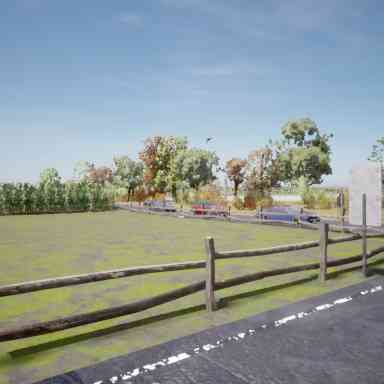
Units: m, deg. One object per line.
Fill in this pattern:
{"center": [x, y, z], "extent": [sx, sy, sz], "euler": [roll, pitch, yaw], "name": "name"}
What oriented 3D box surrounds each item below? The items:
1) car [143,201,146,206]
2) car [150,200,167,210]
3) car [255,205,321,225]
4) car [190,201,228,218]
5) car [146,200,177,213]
{"center": [-8.260, 2.224, 64.390], "extent": [2.128, 1.511, 4.902], "euler": [0, 0, -16], "name": "car"}
{"center": [-5.585, 2.149, 55.117], "extent": [1.812, 1.442, 4.674], "euler": [-1, -1, -17], "name": "car"}
{"center": [7.506, 1.783, 26.676], "extent": [2.033, 1.411, 5.357], "euler": [-1, 0, -35], "name": "car"}
{"center": [1.743, 1.728, 35.070], "extent": [2.097, 1.767, 4.553], "euler": [-1, 0, -33], "name": "car"}
{"center": [-3.846, 2.062, 43.923], "extent": [2.033, 1.411, 5.357], "euler": [-1, 0, -29], "name": "car"}
